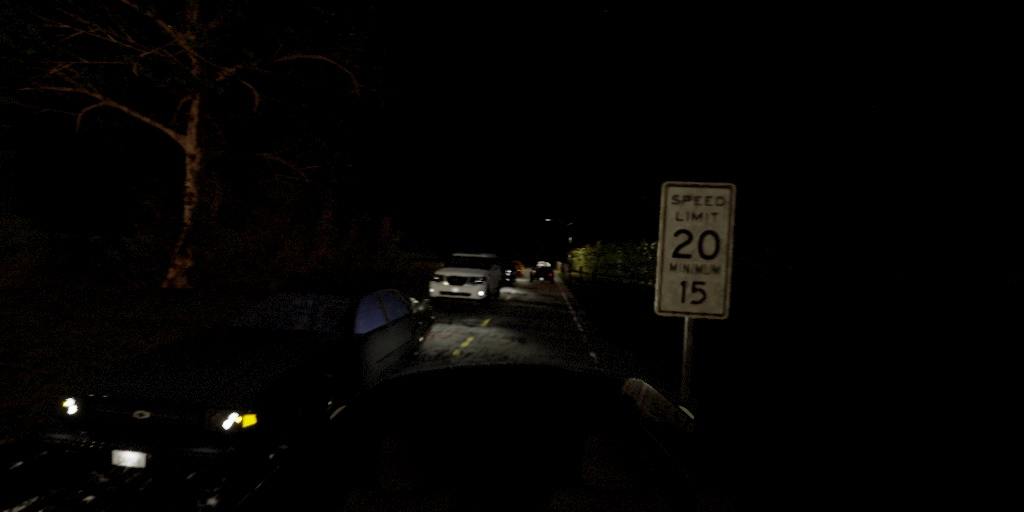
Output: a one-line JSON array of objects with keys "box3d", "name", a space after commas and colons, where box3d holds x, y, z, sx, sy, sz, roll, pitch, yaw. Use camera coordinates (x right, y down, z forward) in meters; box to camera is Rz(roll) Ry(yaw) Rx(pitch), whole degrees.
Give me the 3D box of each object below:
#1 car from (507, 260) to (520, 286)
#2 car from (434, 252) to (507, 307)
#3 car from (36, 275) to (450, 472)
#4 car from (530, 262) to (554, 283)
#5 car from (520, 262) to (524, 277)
[{"box3d": [-0.853, 1.036, 25.221, 2.097, 1.767, 4.553, 3, 0, 5], "name": "car"}, {"box3d": [-1.755, 0.866, 15.516, 2.150, 2.045, 5.566, 3, 0, 5], "name": "car"}, {"box3d": [-2.686, 1.153, 5.365, 2.033, 1.411, 5.357, 3, 0, 4], "name": "car"}, {"box3d": [2.487, 1.456, 29.553, 1.895, 1.301, 4.718, 3, 0, 5], "name": "car"}, {"box3d": [0.103, 1.204, 35.177, 1.882, 1.535, 5.008, 3, 0, 6], "name": "car"}]
